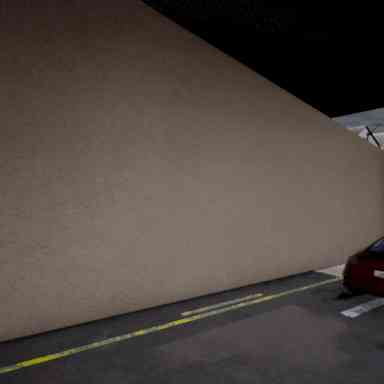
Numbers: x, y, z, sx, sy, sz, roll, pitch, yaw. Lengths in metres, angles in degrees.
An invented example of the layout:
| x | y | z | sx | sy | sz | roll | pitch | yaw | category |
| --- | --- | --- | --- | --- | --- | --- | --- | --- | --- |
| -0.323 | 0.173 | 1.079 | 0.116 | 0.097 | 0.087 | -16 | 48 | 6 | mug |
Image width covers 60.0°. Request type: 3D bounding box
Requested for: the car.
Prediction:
| x | y | z | sx | sy | sz | roll | pitch | yaw | category |
| --- | --- | --- | --- | --- | --- | --- | --- | --- | --- |
| 5.313 | 1.559 | 7.561 | 4.181 | 1.385 | 1.994 | 0 | 0 | -35 | car |
